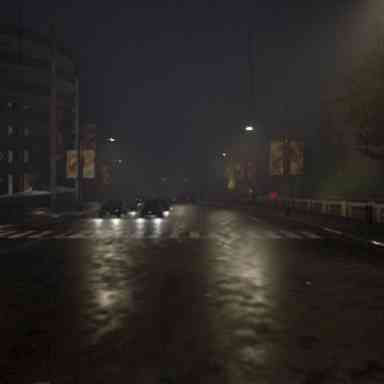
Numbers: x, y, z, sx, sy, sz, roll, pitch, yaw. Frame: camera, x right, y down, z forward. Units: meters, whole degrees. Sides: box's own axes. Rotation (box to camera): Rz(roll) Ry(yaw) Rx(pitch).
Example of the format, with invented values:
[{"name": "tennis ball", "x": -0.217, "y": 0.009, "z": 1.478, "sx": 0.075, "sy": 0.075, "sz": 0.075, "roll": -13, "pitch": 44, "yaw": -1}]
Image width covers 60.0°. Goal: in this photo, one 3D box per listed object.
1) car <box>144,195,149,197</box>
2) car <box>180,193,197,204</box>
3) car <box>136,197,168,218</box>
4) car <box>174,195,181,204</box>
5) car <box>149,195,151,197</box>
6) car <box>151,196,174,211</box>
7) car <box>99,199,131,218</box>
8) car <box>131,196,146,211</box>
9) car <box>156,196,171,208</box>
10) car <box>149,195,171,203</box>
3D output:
[{"name": "car", "x": -7.815, "y": 1.506, "z": 49.908, "sx": 1.837, "sy": 1.490, "sz": 4.892, "roll": 0, "pitch": 0, "yaw": -10}, {"name": "car", "x": -1.202, "y": 1.224, "z": 62.554, "sx": 2.150, "sy": 2.045, "sz": 5.566, "roll": 0, "pitch": 0, "yaw": -29}, {"name": "car", "x": -3.610, "y": 1.506, "z": 30.804, "sx": 1.837, "sy": 1.490, "sz": 4.892, "roll": 0, "pitch": 0, "yaw": 0}, {"name": "car", "x": -4.236, "y": 1.566, "z": 60.822, "sx": 1.994, "sy": 1.385, "sz": 4.181, "roll": 0, "pitch": 0, "yaw": -29}, {"name": "car", "x": -9.633, "y": 1.452, "z": 69.158, "sx": 1.837, "sy": 1.490, "sz": 4.892, "roll": 0, "pitch": 0, "yaw": -43}, {"name": "car", "x": -3.616, "y": 1.506, "z": 40.219, "sx": 1.837, "sy": 1.490, "sz": 4.892, "roll": 0, "pitch": 0, "yaw": 0}, {"name": "car", "x": -7.107, "y": 1.527, "z": 30.374, "sx": 1.812, "sy": 1.442, "sz": 4.674, "roll": 0, "pitch": 0, "yaw": 0}, {"name": "car", "x": -7.110, "y": 1.549, "z": 39.878, "sx": 2.033, "sy": 1.411, "sz": 5.357, "roll": 0, "pitch": 0, "yaw": 0}, {"name": "car", "x": -4.399, "y": 1.479, "z": 50.616, "sx": 1.882, "sy": 1.535, "sz": 5.008, "roll": 0, "pitch": 0, "yaw": -10}, {"name": "car", "x": -6.906, "y": 1.482, "z": 71.353, "sx": 2.033, "sy": 1.411, "sz": 5.357, "roll": 0, "pitch": 0, "yaw": -43}]
